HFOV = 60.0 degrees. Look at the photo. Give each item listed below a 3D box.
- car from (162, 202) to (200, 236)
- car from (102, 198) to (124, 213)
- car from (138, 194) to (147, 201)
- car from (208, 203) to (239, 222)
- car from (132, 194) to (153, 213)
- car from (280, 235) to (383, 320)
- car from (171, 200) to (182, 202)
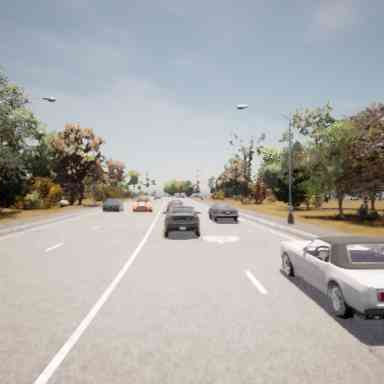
[{"bbox_3d":[-0.580,1.509,18.537,1.837,1.490,4.892,0,0,-3],"label":"car"},{"bbox_3d":[-9.046,1.497,38.251,1.882,1.535,5.008,0,0,-4],"label":"car"},{"bbox_3d":[-11.718,1.325,79.239,1.812,1.442,4.674,0,0,-4],"label":"car"},{"bbox_3d":[2.441,1.549,26.669,2.033,1.411,5.357,0,0,-4],"label":"car"},{"bbox_3d":[-5.479,1.365,37.366,2.097,1.767,4.553,0,0,-4],"label":"car"},{"bbox_3d":[3.430,1.596,7.287,1.895,1.301,4.718,0,0,-2],"label":"car"},{"bbox_3d":[-1.718,1.573,36.415,1.994,1.385,4.181,0,0,-4],"label":"car"}]
